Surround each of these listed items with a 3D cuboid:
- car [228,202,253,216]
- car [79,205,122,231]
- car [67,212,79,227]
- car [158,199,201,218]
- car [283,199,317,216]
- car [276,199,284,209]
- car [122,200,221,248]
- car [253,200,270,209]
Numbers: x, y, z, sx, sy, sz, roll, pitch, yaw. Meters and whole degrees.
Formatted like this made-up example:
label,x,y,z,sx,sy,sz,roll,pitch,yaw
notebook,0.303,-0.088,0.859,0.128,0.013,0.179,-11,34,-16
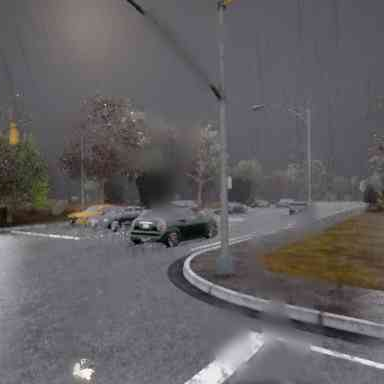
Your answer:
label,x,y,z,sx,sy,sz,roll,pitch,yaw
car,4.243,1.763,35.790,2.033,1.411,5.357,-1,-1,32
car,-4.641,1.685,22.172,2.128,1.511,4.902,-1,-1,34
car,-6.963,1.729,24.998,1.882,1.535,5.008,-1,-1,34
car,-1.163,1.616,33.837,2.097,1.767,4.553,-1,-1,33
car,11.287,1.597,33.647,2.128,1.511,4.902,-1,-1,32
car,14.572,1.861,51.873,1.837,1.490,4.892,-1,-1,32
car,-0.685,1.427,15.438,2.097,1.767,4.553,-1,-1,35
car,10.877,1.926,52.609,1.994,1.385,4.181,-1,-1,33
